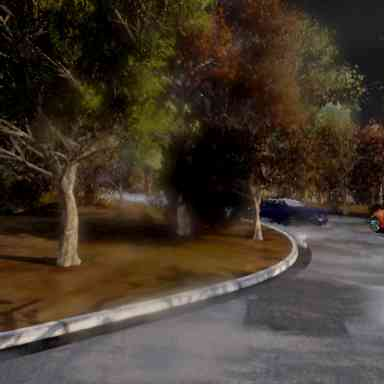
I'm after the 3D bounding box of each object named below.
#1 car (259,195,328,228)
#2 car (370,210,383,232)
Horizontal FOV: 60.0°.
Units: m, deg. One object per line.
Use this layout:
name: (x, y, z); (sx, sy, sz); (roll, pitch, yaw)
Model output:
car: (5.368, 0.992, 18.942); (1.882, 1.535, 5.008); (2, 2, -27)
car: (9.861, 1.141, 14.701); (2.097, 1.767, 4.553); (1, 2, 3)
